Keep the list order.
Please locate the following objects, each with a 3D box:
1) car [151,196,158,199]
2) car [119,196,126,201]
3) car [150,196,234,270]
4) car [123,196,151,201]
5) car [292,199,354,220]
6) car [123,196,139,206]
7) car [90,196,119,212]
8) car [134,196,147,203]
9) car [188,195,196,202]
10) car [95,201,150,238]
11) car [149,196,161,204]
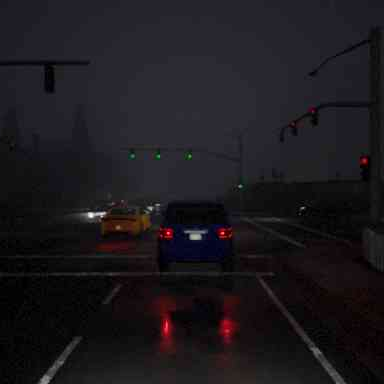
[{"bbox_3d":[-7.065,1.357,52.890,2.097,1.767,4.553,0,0,0],"label":"car"},{"bbox_3d":[-10.580,1.357,48.614,2.097,1.767,4.553,0,0,0],"label":"car"},{"bbox_3d":[0.096,1.224,11.144,2.150,2.045,5.566,0,0,0],"label":"car"},{"bbox_3d":[-7.096,1.552,43.408,2.033,1.411,5.357,0,0,0],"label":"car"},{"bbox_3d":[10.646,1.355,27.297,4.553,1.767,2.097,0,0,-1],"label":"car"},{"bbox_3d":[-10.520,1.483,57.882,1.882,1.535,5.008,0,0,1],"label":"car"},{"bbox_3d":[-10.597,1.495,39.402,2.128,1.511,4.902,0,0,0],"label":"car"},{"bbox_3d":[-10.501,1.532,68.137,1.812,1.442,4.674,0,0,0],"label":"car"},{"bbox_3d":[-0.002,1.548,80.206,2.033,1.411,5.357,0,0,0],"label":"car"},{"bbox_3d":[-3.401,1.479,17.812,1.882,1.535,5.008,0,0,0],"label":"car"},{"bbox_3d":[-7.001,1.532,62.888,1.812,1.442,4.674,0,0,0],"label":"car"}]
